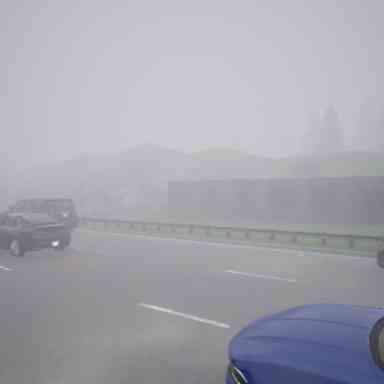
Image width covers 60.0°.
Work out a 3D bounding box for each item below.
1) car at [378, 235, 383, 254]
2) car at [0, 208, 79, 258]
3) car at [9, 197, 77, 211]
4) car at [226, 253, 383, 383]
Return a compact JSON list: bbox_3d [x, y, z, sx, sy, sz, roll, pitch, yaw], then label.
[{"bbox_3d":[7.295,1.211,7.387,5.566,2.045,2.150,0,0,36],"label":"car"},{"bbox_3d":[-6.805,1.588,13.210,4.892,1.490,1.837,0,0,36],"label":"car"},{"bbox_3d":[-8.805,1.336,18.954,5.566,2.045,2.150,0,0,36],"label":"car"},{"bbox_3d":[2.584,1.472,2.151,5.008,1.535,1.882,-1,0,36],"label":"car"}]
